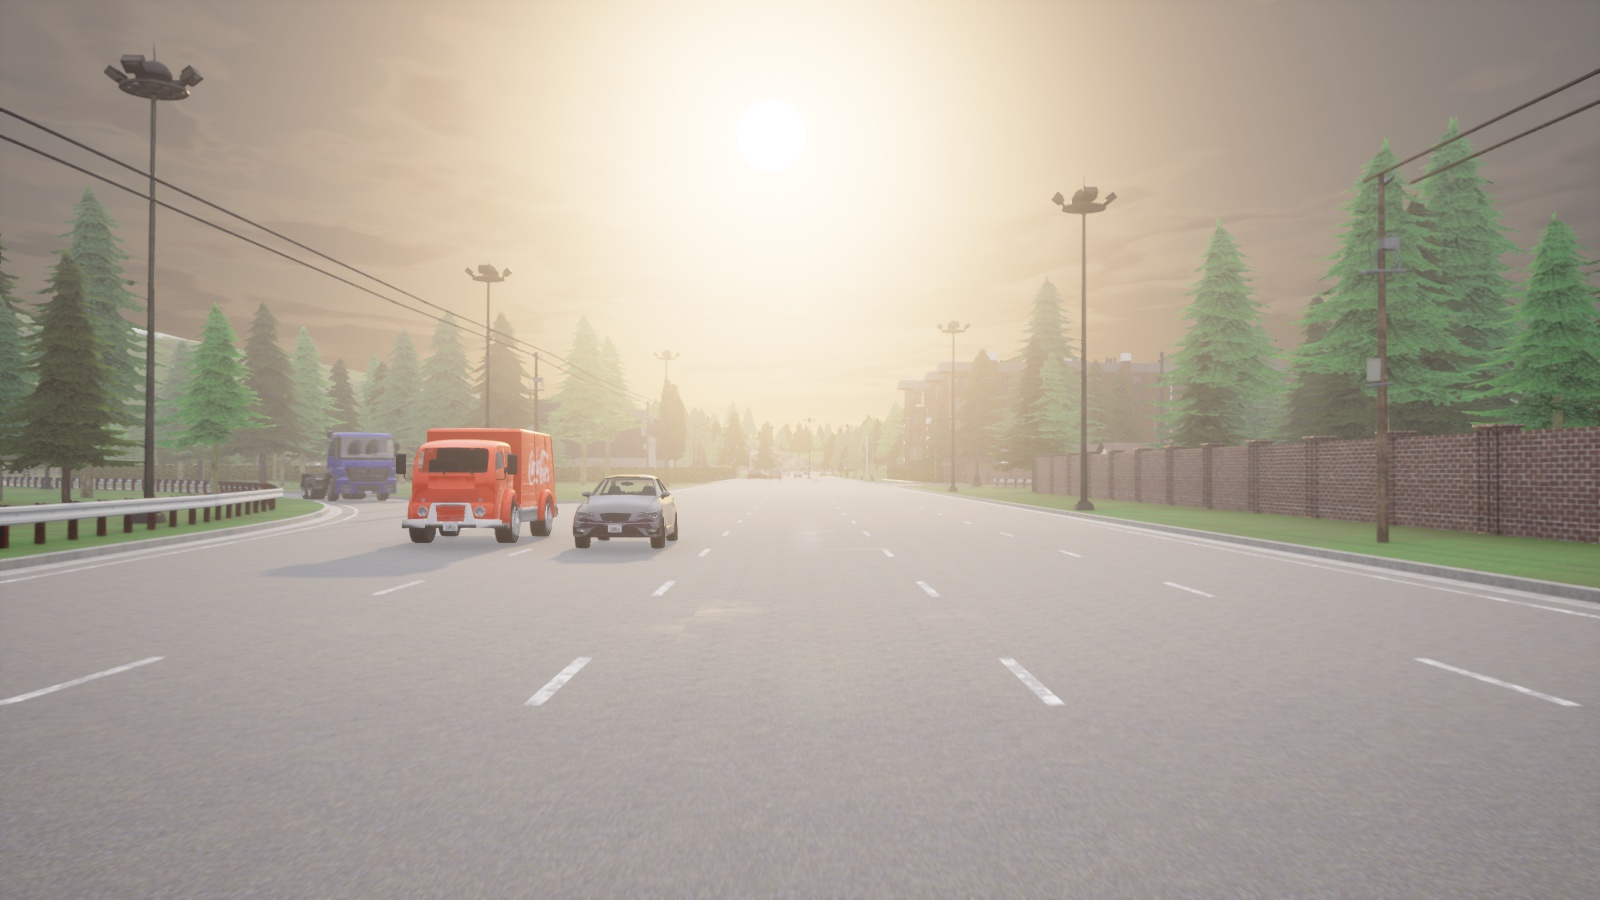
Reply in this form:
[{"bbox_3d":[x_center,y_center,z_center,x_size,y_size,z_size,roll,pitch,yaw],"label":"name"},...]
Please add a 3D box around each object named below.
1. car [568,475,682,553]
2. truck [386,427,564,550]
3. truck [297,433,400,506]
[{"bbox_3d":[-3.561,1.280,26.244,1.816,1.474,4.193,0,-1,0],"label":"car"},{"bbox_3d":[-7.067,0.823,27.982,2.627,2.467,5.204,0,-1,0],"label":"truck"},{"bbox_3d":[-22.921,0.983,63.508,2.891,3.462,7.936,0,-1,-35],"label":"truck"}]
